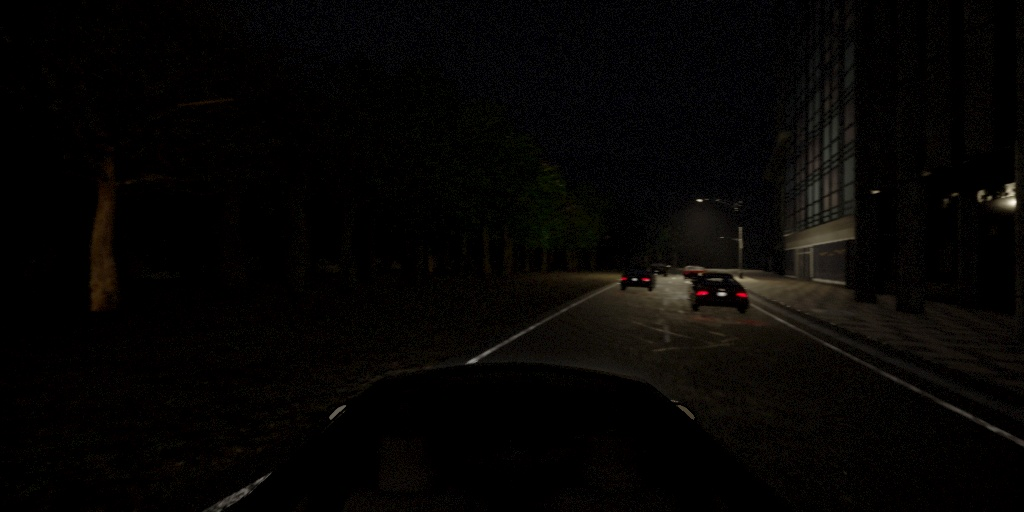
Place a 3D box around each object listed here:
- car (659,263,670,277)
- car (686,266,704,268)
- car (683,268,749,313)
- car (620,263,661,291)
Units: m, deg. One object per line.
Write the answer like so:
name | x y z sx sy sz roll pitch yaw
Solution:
car | 16.106 1.468 39.358 1.882 1.535 5.008 1 0 28
car | 16.796 1.578 32.964 1.895 1.301 4.718 1 0 27
car | 8.434 1.415 15.020 2.033 1.411 5.357 1 0 23
car | 8.145 1.412 23.023 2.033 1.411 5.357 1 0 25
